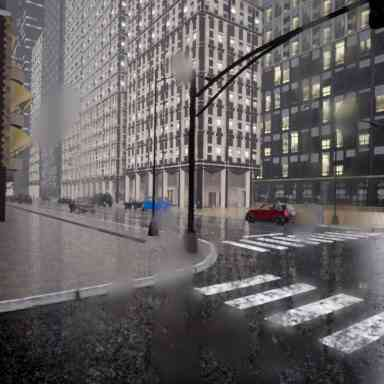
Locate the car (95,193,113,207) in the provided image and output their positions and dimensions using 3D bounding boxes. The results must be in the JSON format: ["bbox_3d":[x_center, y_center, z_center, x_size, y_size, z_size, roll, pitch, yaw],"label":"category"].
[{"bbox_3d":[-14.496,1.255,53.119,2.150,2.045,5.566,1,-1,-35],"label":"car"}]

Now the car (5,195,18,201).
[{"bbox_3d":[-40.329,1.378,74.336,2.008,1.369,4.403,1,-1,-35],"label":"car"}]

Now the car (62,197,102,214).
[{"bbox_3d":[-10.925,1.427,32.866,2.008,1.369,4.403,1,-1,-35],"label":"car"}]

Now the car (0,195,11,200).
[{"bbox_3d":[-46.768,1.365,83.415,1.752,1.417,4.829,1,-1,-35],"label":"car"}]

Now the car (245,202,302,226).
[{"bbox_3d":[5.714,1.505,23.890,1.967,1.590,4.097,1,-1,-35],"label":"car"}]

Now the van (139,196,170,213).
[{"bbox_3d":[-4.086,1.382,37.714,1.690,1.788,3.998,1,-1,-35],"label":"van"}]

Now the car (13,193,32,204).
[{"bbox_3d":[-30.524,1.155,60.515,2.192,1.841,5.009,1,-1,-35],"label":"car"}]

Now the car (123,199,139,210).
[{"bbox_3d":[-7.357,1.584,42.320,2.008,1.369,4.403,1,-1,-35],"label":"car"}]

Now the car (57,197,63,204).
[{"bbox_3d":[-22.600,1.522,59.330,1.994,1.385,4.181,1,-1,-35],"label":"car"}]

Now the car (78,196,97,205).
[{"bbox_3d":[-18.501,1.525,58.824,1.837,1.490,4.892,1,-1,-35],"label":"car"}]

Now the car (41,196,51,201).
[{"bbox_3d":[-36.763,1.570,83.789,1.802,1.307,4.206,1,-1,-35],"label":"car"}]

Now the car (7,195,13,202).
[{"bbox_3d":[-37.063,1.397,69.728,1.947,1.339,4.313,1,-1,-35],"label":"car"}]
